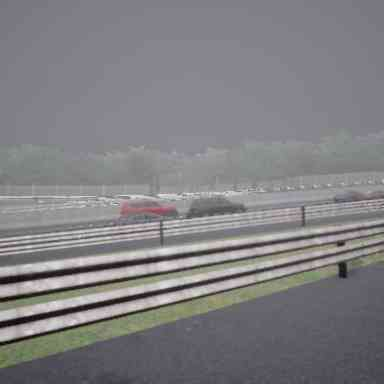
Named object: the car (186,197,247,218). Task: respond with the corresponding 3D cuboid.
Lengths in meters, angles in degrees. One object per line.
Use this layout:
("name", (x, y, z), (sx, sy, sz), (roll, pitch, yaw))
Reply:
("car", (2.184, 1.428, 29.785), (5.566, 2.045, 2.150), (-4, 2, -22))

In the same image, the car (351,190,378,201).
("car", (20.528, 0.452, 37.037), (4.674, 1.442, 1.812), (-4, 2, -22))

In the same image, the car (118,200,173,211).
("car", (-4.114, 1.741, 31.061), (5.566, 2.045, 2.150), (-4, 2, -22))

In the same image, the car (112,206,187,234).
("car", (-3.225, 2.211, 23.888), (4.892, 1.490, 1.837), (-4, 2, -22))

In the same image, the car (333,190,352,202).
("car", (19.241, 0.456, 40.291), (4.181, 1.385, 1.994), (-4, 2, -22))

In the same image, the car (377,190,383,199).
("car", (21.819, 0.451, 33.783), (4.902, 1.511, 2.128), (-4, 2, -22))
